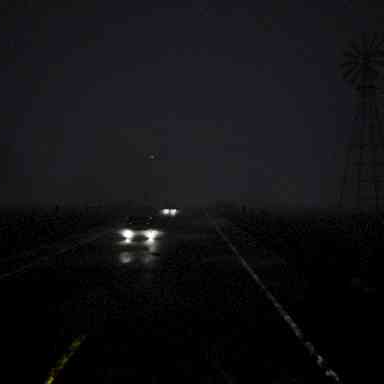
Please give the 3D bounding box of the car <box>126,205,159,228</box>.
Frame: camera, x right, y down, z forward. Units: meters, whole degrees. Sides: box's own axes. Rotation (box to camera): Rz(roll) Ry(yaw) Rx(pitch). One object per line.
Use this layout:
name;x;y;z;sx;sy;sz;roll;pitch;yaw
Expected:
car;-3.540;1.744;24.624;1.882;1.535;5.008;0;-1;0

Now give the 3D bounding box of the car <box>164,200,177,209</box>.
car;-3.529;2.087;55.498;2.128;1.511;4.902;0;-1;0

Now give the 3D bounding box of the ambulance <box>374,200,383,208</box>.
ambulance;43.802;2.498;73.441;6.366;2.431;2.351;1;0;0
